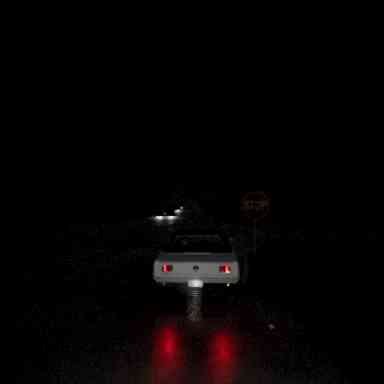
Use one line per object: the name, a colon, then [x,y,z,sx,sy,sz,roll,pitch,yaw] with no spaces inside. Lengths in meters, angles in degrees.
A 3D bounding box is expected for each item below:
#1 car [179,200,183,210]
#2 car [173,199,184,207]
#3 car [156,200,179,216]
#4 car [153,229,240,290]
car: [-2.830,2.043,53.519,1.837,1.490,4.892,0,0,0]
car: [-2.742,2.270,68.484,2.033,1.411,5.357,0,-1,0]
car: [-2.844,1.890,37.141,2.033,1.411,5.357,0,-1,0]
car: [0.209,1.675,9.283,1.895,1.301,4.718,0,0,3]
